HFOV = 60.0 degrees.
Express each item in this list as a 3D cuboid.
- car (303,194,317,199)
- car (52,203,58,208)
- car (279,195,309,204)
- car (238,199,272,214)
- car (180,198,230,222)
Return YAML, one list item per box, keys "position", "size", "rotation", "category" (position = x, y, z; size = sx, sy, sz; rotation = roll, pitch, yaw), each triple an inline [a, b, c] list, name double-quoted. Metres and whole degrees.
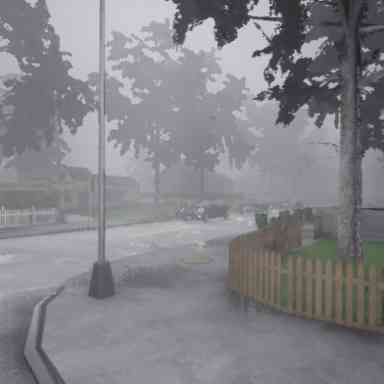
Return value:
- position: [30.381, 1.230, 88.527]
  size: [5.357, 1.415, 2.033]
  rotation: [0, 0, 35]
  category: "car"
- position: [-13.074, 1.200, 28.285]
  size: [4.181, 1.381, 1.994]
  rotation: [0, 0, 35]
  category: "car"
- position: [12.482, 1.442, 41.728]
  size: [2.128, 1.511, 4.902]
  rotation: [0, 0, 36]
  category: "car"
- position: [6.355, 1.440, 33.171]
  size: [2.128, 1.511, 4.902]
  rotation: [0, 0, 35]
  category: "car"
- position: [1.058, 1.301, 25.739]
  size: [2.097, 1.767, 4.553]
  rotation: [0, 0, 35]
  category: "car"
